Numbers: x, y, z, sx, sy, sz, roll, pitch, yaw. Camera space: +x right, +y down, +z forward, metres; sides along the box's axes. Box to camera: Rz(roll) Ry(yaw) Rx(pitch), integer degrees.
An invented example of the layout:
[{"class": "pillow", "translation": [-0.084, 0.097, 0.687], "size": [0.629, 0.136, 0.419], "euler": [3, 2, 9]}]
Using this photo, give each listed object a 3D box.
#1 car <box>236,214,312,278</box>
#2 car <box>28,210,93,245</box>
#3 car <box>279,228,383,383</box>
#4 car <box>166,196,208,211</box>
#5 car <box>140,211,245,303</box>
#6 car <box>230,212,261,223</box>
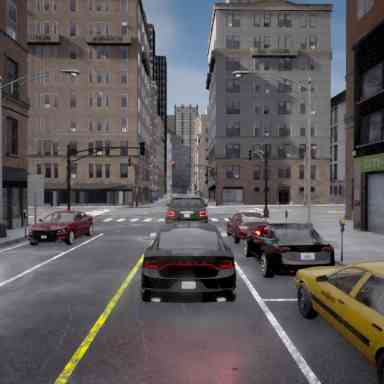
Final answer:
[{"class": "car", "translation": [2.719, 1.562, 9.985], "size": [1.947, 1.339, 4.313], "euler": [-1, 0, -1]}, {"class": "car", "translation": [-5.913, 1.539, 15.432], "size": [1.887, 1.381, 4.507], "euler": [-1, 0, -1]}, {"class": "car", "translation": [2.803, 1.524, 4.569], "size": [1.752, 1.417, 4.829], "euler": [-1, 0, -1]}, {"class": "car", "translation": [-0.284, 1.215, 18.423], "size": [2.150, 2.045, 5.566], "euler": [0, 0, -1]}, {"class": "car", "translation": [-0.079, 1.475, 8.292], "size": [1.882, 1.535, 5.008], "euler": [0, 0, 0]}, {"class": "car", "translation": [2.631, 1.576, 15.570], "size": [1.802, 1.307, 4.206], "euler": [-1, 0, -1]}]
